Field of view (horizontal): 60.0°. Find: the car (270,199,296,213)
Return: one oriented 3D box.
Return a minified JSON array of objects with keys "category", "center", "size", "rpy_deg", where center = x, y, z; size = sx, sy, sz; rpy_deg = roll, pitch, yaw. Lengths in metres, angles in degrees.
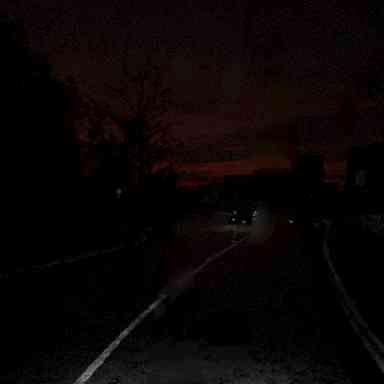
[{"category":"car","center":[12.701,1.941,41.722],"size":[4.553,1.767,2.185],"rpy_deg":[1,-1,-16]}]

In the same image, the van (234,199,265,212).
[{"category":"van","center":[9.216,2.146,53.356],"size":[4.442,1.987,1.878],"rpy_deg":[1,-2,-16]}]

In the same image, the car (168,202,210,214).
[{"category":"car","center":[-0.398,2.021,42.914],"size":[4.892,1.521,2.231],"rpy_deg":[1,-1,-16]}]

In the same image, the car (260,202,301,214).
[{"category":"car","center":[11.870,2.134,44.638],"size":[5.008,1.535,2.097],"rpy_deg":[1,-1,-16]}]

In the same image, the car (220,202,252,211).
[{"category":"car","center":[7.852,2.570,59.149],"size":[5.366,1.575,1.946],"rpy_deg":[1,-2,-16]}]

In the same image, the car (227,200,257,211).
[{"category":"car","center":[8.454,2.342,56.293],"size":[4.553,1.767,2.185],"rpy_deg":[1,-2,-16]}]

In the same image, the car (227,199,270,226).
[{"category":"car","center":[4.524,1.610,26.036],"size":[2.097,1.767,4.553],"rpy_deg":[0,-1,21]}]

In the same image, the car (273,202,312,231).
[{"category":"car","center":[7.087,1.734,22.960],"size":[1.882,1.535,5.008],"rpy_deg":[1,-1,22]}]

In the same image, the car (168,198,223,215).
[{"category":"car","center":[0.377,1.709,40.367],"size":[5.566,2.045,2.435],"rpy_deg":[1,-1,-16]}]

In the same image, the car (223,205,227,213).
[{"category":"car","center":[3.455,2.182,47.641],"size":[2.128,1.511,4.902],"rpy_deg":[1,-2,-16]}]

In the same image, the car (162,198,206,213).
[{"category":"car","center":[-1.163,1.835,45.606],"size":[5.566,2.045,2.435],"rpy_deg":[1,-1,-16]}]
